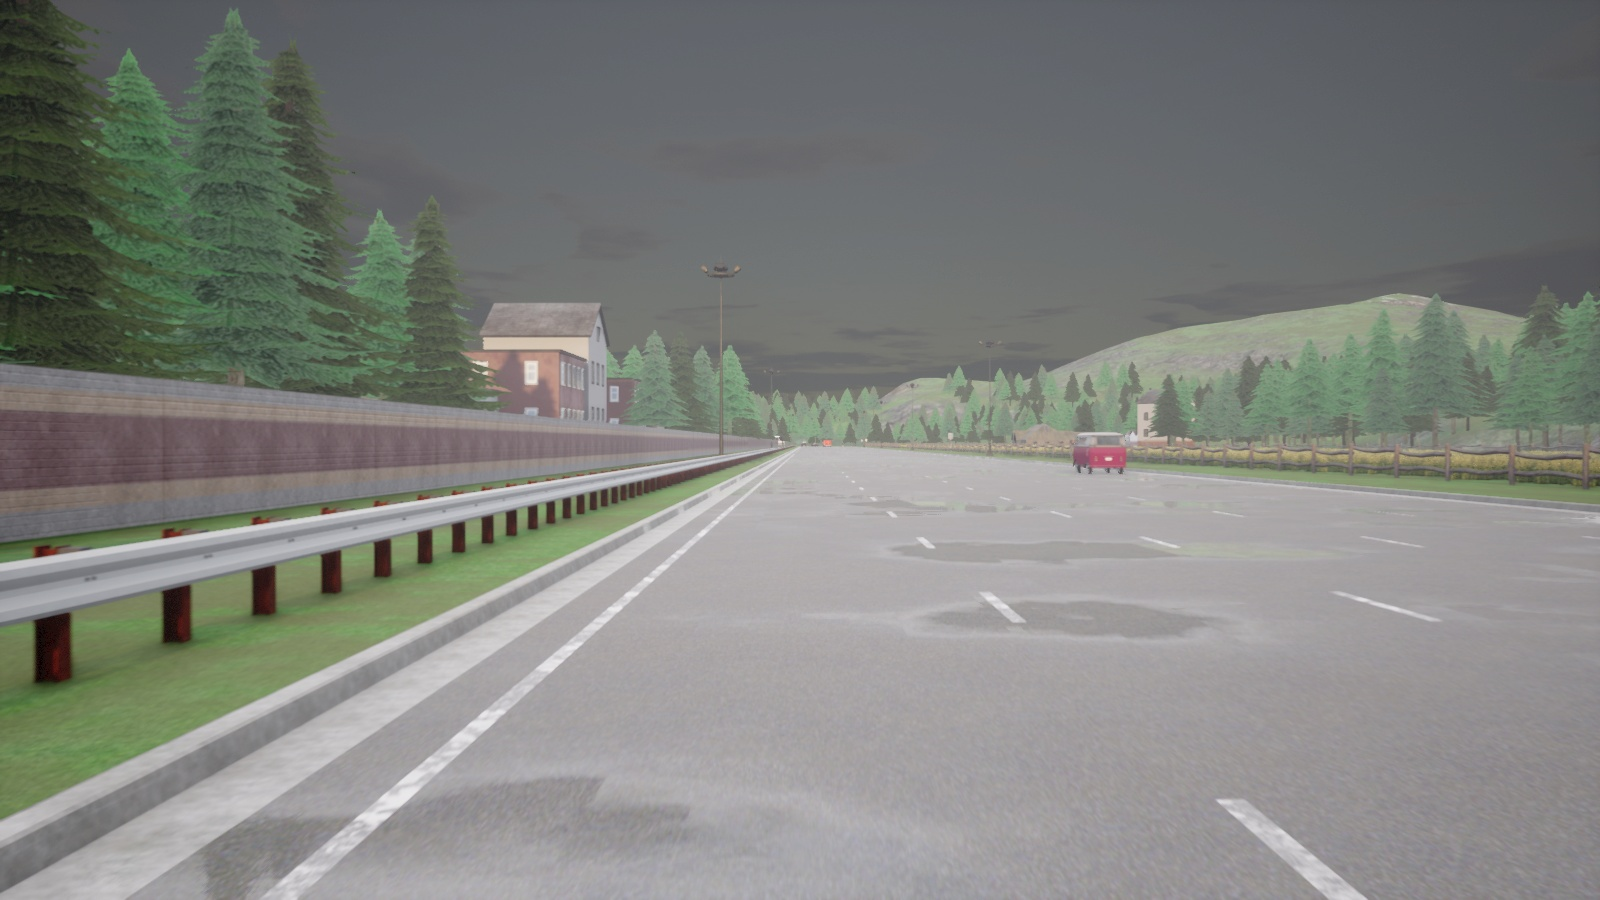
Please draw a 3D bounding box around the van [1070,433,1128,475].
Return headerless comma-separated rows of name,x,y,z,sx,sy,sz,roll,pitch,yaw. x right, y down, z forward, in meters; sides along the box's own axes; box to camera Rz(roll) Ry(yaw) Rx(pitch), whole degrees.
van,14.366,0.169,60.612,1.775,1.987,4.442,0,0,0
